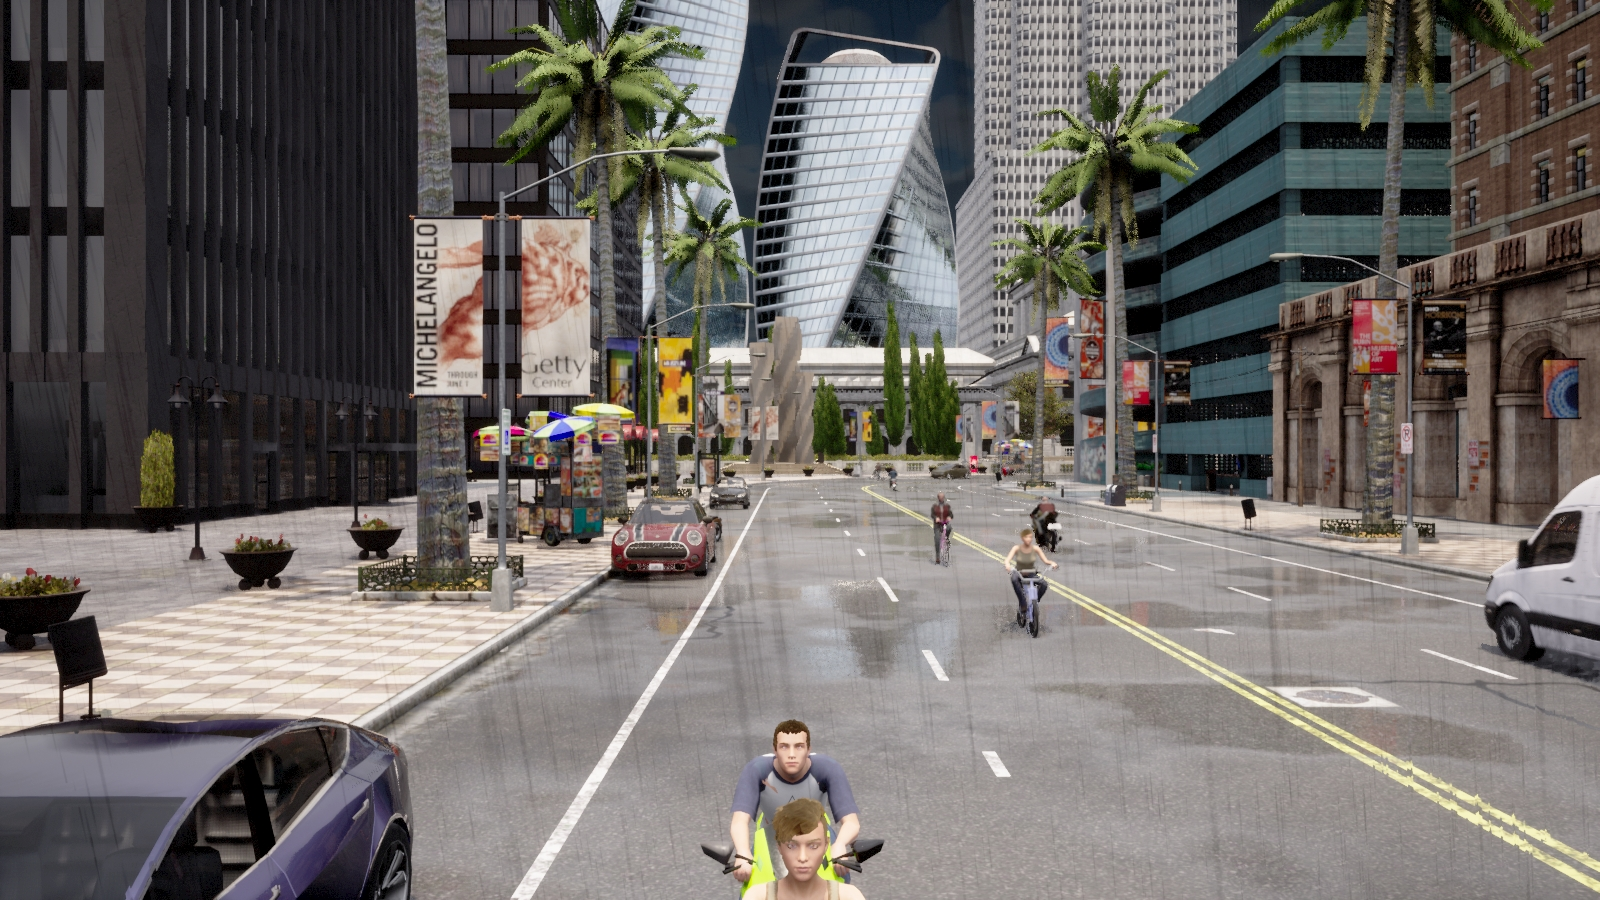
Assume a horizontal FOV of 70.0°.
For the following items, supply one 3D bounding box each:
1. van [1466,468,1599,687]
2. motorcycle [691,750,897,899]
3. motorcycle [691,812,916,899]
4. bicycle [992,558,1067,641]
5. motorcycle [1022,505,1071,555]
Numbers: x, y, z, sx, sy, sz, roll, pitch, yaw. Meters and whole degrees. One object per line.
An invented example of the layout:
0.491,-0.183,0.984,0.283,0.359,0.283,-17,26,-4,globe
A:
10.518,1.540,13.392,1.988,2.561,5.915,0,0,0,van
-0.022,2.223,5.440,0.803,1.145,2.033,-1,-3,0,motorcycle
0.013,2.175,3.553,0.764,1.277,2.356,0,2,0,motorcycle
3.503,2.264,17.553,0.859,1.080,1.487,0,0,0,bicycle
6.922,2.218,32.191,0.867,1.251,2.209,0,0,-1,motorcycle
